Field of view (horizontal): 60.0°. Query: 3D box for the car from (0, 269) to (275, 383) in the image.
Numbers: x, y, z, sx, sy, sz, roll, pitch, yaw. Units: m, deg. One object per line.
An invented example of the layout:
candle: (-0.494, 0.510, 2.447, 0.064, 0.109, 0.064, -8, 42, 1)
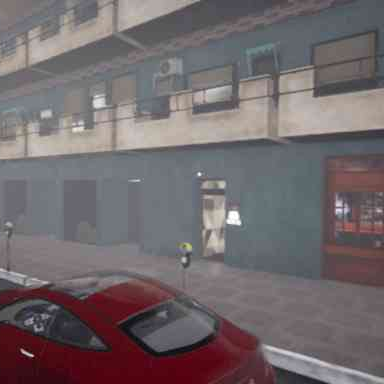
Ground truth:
car: (-1.201, 1.567, 3.720, 4.206, 1.307, 1.802, 0, 1, 36)
